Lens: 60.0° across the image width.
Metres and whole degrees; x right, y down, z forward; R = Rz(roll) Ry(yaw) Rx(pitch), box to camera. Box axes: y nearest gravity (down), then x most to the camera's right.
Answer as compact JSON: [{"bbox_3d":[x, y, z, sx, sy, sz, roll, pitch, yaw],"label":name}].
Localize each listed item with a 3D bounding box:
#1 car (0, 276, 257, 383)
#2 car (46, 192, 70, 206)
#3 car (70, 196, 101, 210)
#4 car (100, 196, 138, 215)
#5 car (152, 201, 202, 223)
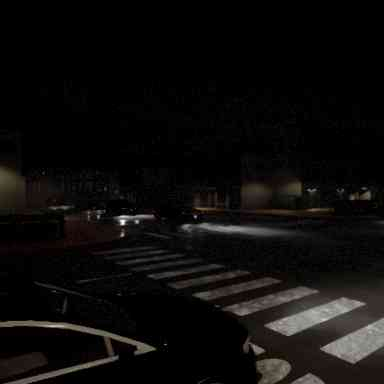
[{"bbox_3d":[-1.587,1.491,2.629,4.902,1.511,2.128,0,0,-35],"label":"car"},{"bbox_3d":[-22.459,1.306,54.813,2.150,2.045,5.566,0,0,-36],"label":"car"},{"bbox_3d":[-13.298,1.535,42.057,2.033,1.411,5.357,0,0,-36],"label":"car"},{"bbox_3d":[-7.243,1.493,33.722,1.837,1.490,4.892,0,0,-36],"label":"car"},{"bbox_3d":[-1.225,1.480,25.473,2.128,1.511,4.902,0,0,-37],"label":"car"}]
